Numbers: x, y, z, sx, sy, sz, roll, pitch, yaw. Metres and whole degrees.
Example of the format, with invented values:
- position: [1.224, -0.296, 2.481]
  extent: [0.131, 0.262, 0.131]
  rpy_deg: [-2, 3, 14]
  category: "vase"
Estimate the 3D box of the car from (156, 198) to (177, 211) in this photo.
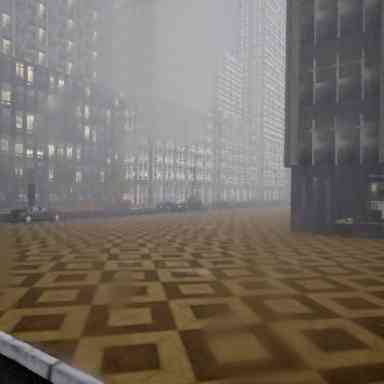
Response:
- position: [-3.224, 2.009, 47.905]
  extent: [1.994, 1.385, 4.181]
  rpy_deg: [1, 0, 35]
  category: "car"

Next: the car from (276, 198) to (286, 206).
- position: [18.851, 2.385, 74.978]
  extent: [1.947, 1.339, 4.313]
  rpy_deg: [0, 0, 35]
  category: "car"

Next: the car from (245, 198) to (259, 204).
- position: [15.187, 2.301, 84.392]
  extent: [1.947, 1.339, 4.313]
  rpy_deg: [0, 0, 35]
  category: "car"

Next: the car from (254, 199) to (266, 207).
- position: [12.412, 2.292, 65.710]
  extent: [1.802, 1.307, 4.206]
  rpy_deg: [0, 0, 35]
  category: "car"

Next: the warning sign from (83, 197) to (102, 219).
- position: [-9.107, 1.460, 30.524]
  extent: [1.300, 1.860, 1.060]
  rpy_deg: [2, 1, 35]
  category: "warning sign"

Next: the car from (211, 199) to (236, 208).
- position: [5.336, 2.079, 60.223]
  extent: [2.128, 1.511, 4.902]
  rpy_deg: [1, 0, 35]
  category: "car"

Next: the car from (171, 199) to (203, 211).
- position: [-0.464, 2.056, 47.174]
  extent: [1.947, 1.339, 4.313]
  rpy_deg: [0, 0, 35]
  category: "car"

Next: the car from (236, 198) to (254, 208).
- position: [9.193, 2.221, 61.076]
  extent: [1.947, 1.339, 4.313]
  rpy_deg: [0, 0, 35]
  category: "car"

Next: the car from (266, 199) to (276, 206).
- position: [15.633, 2.205, 70.344]
  extent: [1.967, 1.590, 4.097]
  rpy_deg: [0, 0, 35]
  category: "car"

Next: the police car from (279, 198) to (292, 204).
- position: [24.337, 2.332, 86.527]
  extent: [1.930, 1.638, 5.238]
  rpy_deg: [0, 0, 30]
  category: "police car"

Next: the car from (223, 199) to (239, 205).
- position: [8.751, 2.208, 75.127]
  extent: [1.802, 1.307, 4.206]
  rpy_deg: [0, 0, 35]
  category: "car"

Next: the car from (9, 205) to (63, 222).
- position: [-13.234, 1.819, 28.567]
  extent: [2.008, 1.369, 4.403]
  rpy_deg: [0, 0, 35]
  category: "car"

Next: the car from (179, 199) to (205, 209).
- position: [0.019, 2.006, 57.828]
  extent: [2.128, 1.511, 4.902]
  rpy_deg: [1, 0, 35]
  category: "car"

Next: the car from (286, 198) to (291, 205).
- position: [25.290, 2.494, 84.246]
  extent: [1.947, 1.339, 4.313]
  rpy_deg: [0, 0, 35]
  category: "car"

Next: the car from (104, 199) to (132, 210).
- position: [-10.558, 1.736, 47.330]
  extent: [1.967, 1.590, 4.097]
  rpy_deg: [0, 0, 35]
  category: "car"
